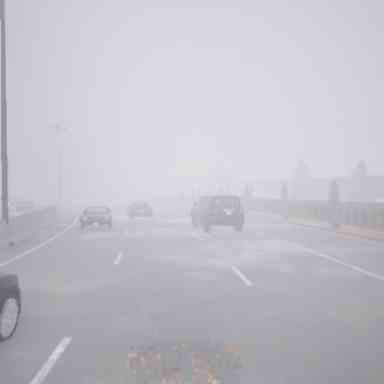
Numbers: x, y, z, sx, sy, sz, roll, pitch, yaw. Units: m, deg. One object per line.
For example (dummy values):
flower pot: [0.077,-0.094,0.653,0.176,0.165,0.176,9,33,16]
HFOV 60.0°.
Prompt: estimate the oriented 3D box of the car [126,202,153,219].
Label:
car: [-4.706,1.537,29.429,1.994,1.385,4.181,0,0,-17]

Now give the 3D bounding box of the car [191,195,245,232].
car: [1.391,1.176,19.841,2.150,2.045,5.566,0,0,-11]

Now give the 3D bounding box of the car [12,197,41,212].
car: [-19.930,1.617,40.275,2.033,1.411,5.357,0,0,-21]

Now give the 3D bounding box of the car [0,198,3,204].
car: [-38.670,1.743,69.500,1.994,1.385,4.181,0,-1,-21]

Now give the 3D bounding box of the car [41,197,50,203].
car: [-34.303,1.849,77.606,1.994,1.385,4.181,0,-2,-21]

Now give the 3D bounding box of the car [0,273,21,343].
car: [-3.634,1.488,3.399,1.882,1.535,5.008,0,0,-2]

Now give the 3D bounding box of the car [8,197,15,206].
car: [-31.001,1.622,59.384,1.837,1.490,4.892,0,0,-21]

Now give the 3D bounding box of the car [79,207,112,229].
car: [-6.194,1.598,21.844,1.895,1.301,4.718,0,0,-13]
